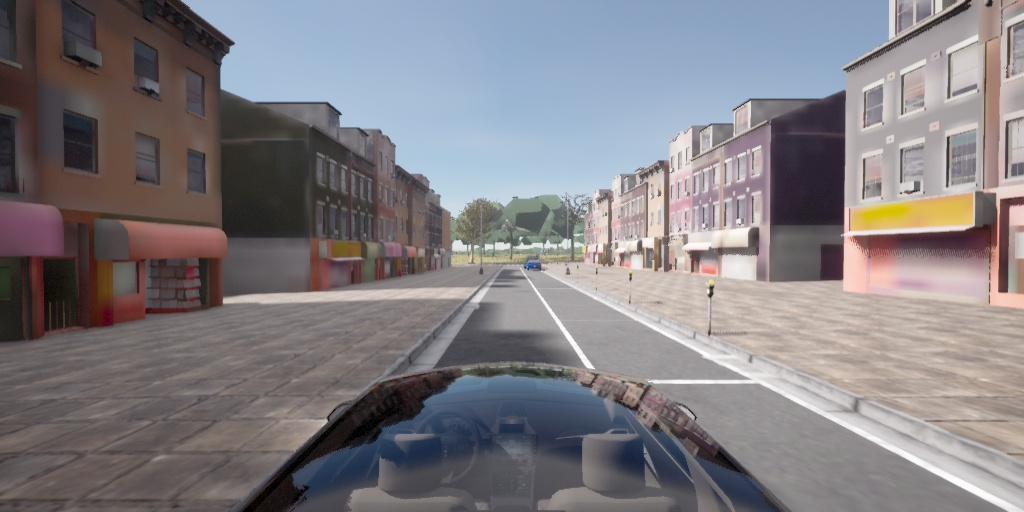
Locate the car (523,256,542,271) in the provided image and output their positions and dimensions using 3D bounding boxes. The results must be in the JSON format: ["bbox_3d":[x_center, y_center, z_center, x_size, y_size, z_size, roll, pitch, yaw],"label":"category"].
[{"bbox_3d":[2.988,1.112,49.766,2.097,1.767,4.553,0,0,0],"label":"car"}]
